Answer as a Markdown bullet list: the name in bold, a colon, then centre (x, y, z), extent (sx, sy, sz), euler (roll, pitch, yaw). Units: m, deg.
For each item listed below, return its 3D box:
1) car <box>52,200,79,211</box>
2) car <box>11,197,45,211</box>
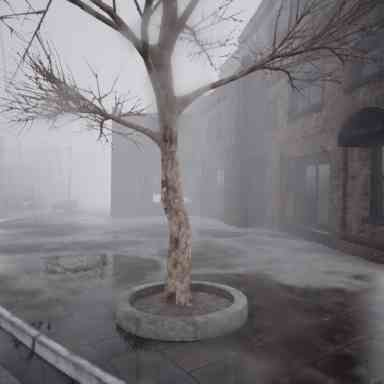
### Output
- **car**: centre (-16.915, 1.734, 44.386), extent (1.812, 1.442, 4.674), euler (1, 0, 8)
- **car**: centre (-20.809, 1.467, 42.392), extent (2.097, 1.767, 4.553), euler (1, 0, 6)
